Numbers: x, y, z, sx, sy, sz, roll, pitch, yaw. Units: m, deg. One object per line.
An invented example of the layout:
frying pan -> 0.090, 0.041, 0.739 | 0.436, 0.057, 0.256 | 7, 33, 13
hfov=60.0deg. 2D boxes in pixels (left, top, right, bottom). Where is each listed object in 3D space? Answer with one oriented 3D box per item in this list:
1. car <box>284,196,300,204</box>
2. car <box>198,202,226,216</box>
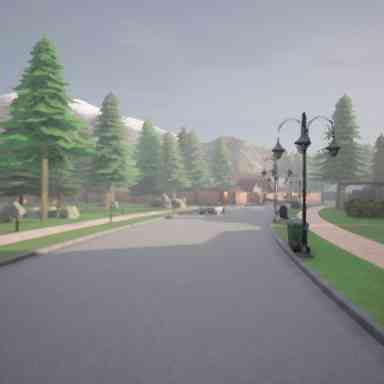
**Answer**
car -> 21.207, 1.630, 70.445 | 2.097, 1.767, 4.553 | 0, 0, 37
car -> 2.110, 1.727, 34.655 | 1.895, 1.301, 4.718 | 0, 0, 18
